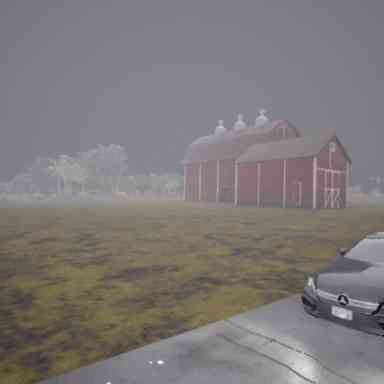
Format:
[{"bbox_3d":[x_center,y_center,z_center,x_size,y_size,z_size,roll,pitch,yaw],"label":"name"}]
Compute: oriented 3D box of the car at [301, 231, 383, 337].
[{"bbox_3d":[4.012,1.520,6.368,4.674,1.442,1.812,0,0,-39],"label":"car"}]
